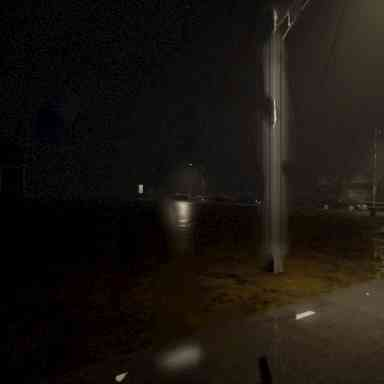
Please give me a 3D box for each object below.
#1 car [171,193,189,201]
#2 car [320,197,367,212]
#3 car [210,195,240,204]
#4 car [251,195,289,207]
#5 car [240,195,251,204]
[{"bbox_3d":[-2.541,1.051,69.241,1.837,1.490,4.892,2,0,-35],"label":"car"},{"bbox_3d":[16.400,1.292,36.148,1.837,1.490,4.892,2,0,-35],"label":"car"},{"bbox_3d":[4.891,1.174,52.417,1.895,1.301,4.718,2,-1,-35],"label":"car"},{"bbox_3d":[10.653,1.177,44.268,1.837,1.490,4.892,2,0,-35],"label":"car"},{"bbox_3d":[8.620,1.165,53.540,1.882,1.535,5.008,2,-1,-35],"label":"car"}]
